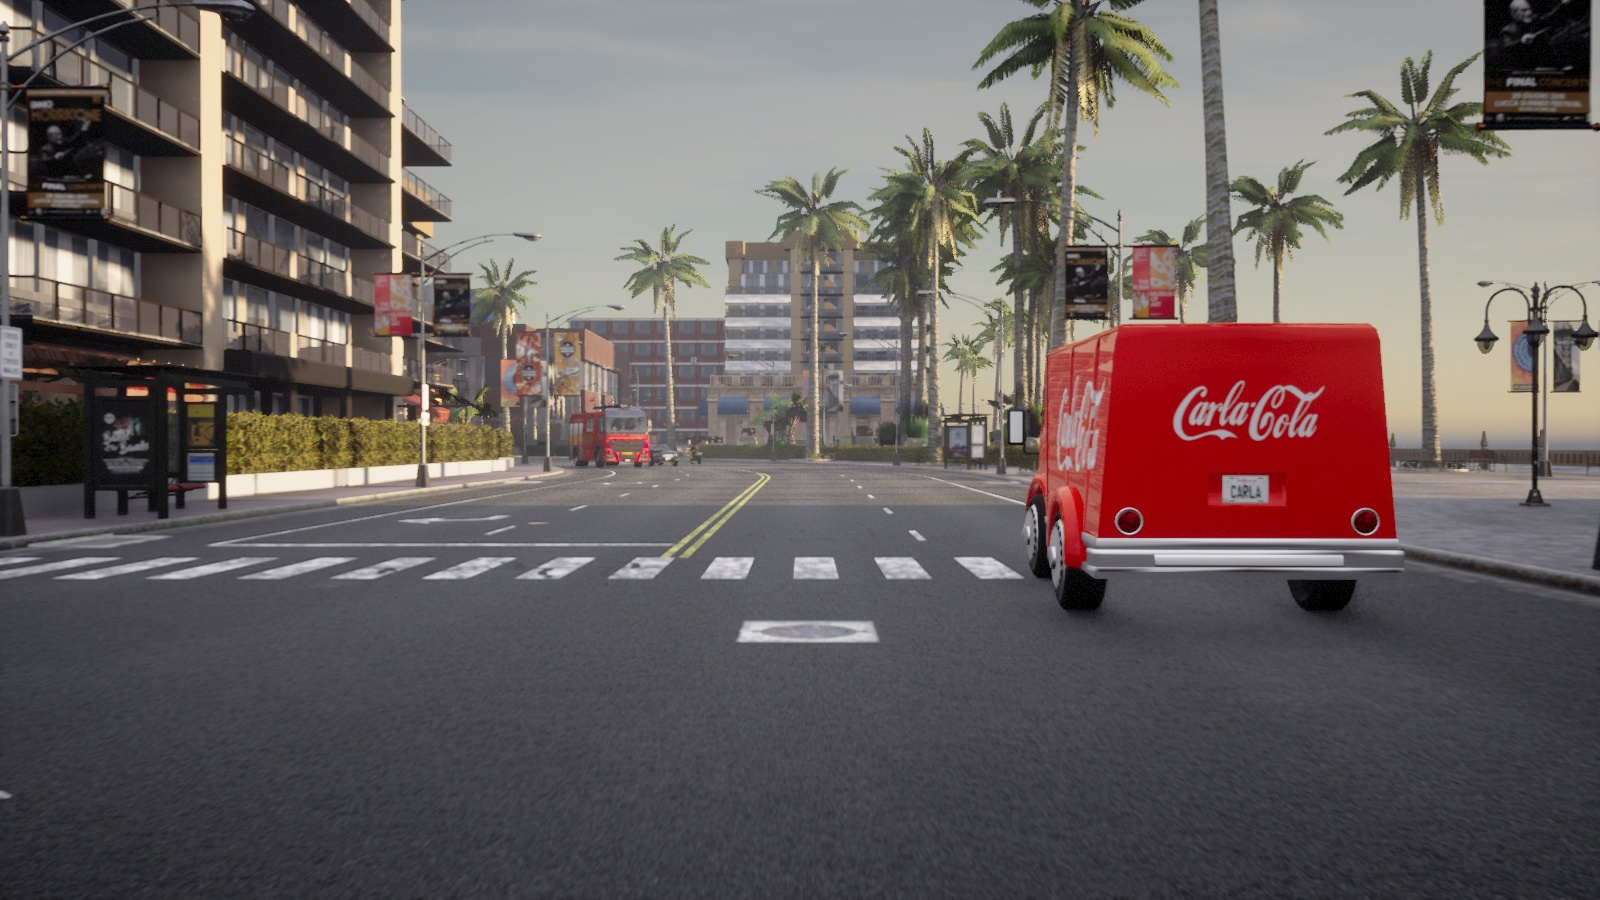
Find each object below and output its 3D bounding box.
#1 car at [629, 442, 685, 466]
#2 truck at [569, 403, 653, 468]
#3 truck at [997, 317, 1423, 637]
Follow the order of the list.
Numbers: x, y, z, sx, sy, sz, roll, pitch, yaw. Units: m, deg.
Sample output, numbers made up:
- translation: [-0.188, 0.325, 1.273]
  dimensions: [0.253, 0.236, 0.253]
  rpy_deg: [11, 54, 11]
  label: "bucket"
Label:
- translation: [-9.217, 0.233, 80.407]
  dimensions: [2.128, 1.511, 4.902]
  rpy_deg: [0, 0, -25]
  label: "car"
- translation: [-11.782, -0.873, 77.539]
  dimensions: [2.891, 3.827, 8.468]
  rpy_deg: [0, 0, -25]
  label: "truck"
- translation: [3.577, 0.192, 12.340]
  dimensions: [2.627, 2.467, 5.204]
  rpy_deg: [0, 0, 2]
  label: "truck"
